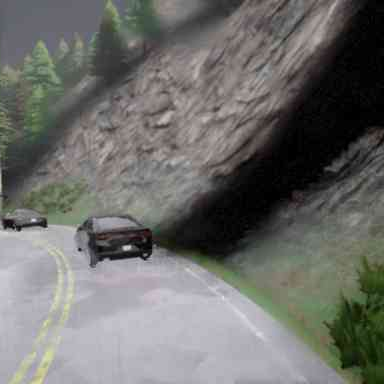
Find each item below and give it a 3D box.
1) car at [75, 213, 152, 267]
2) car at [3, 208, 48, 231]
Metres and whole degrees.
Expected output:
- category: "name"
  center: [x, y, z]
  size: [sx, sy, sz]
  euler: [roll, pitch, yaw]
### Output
- category: "car"
  center: [-2.963, 1.494, 11.874]
  size: [1.882, 1.535, 5.008]
  euler: [-2, 0, -26]
- category: "car"
  center: [-11.640, 1.848, 23.070]
  size: [1.994, 1.385, 4.181]
  euler: [-4, 2, -43]
